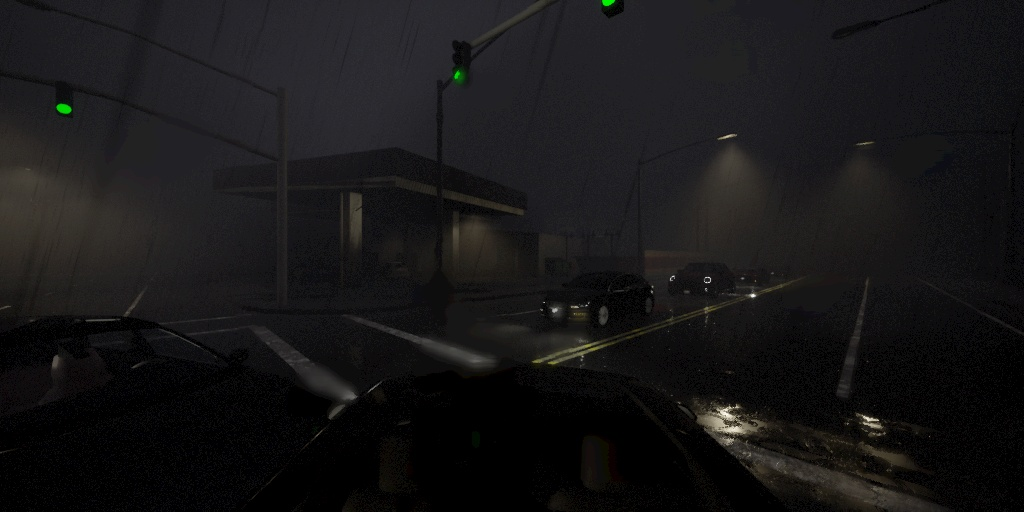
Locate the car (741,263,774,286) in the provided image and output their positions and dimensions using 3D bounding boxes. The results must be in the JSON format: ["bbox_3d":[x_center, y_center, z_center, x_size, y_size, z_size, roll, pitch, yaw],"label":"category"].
[{"bbox_3d":[16.722,1.313,25.265,1.994,1.385,4.181,0,0,44],"label":"car"}]

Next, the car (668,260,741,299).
[{"bbox_3d":[9.775,1.102,18.375,4.553,1.767,2.097,0,0,-45],"label":"car"}]

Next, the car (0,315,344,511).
[{"bbox_3d":[-3.413,1.242,2.551,4.902,1.511,2.128,0,0,15],"label":"car"}]

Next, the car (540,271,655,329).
[{"bbox_3d":[2.916,1.255,11.550,1.837,1.490,4.892,0,0,45],"label":"car"}]

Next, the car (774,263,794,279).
[{"bbox_3d":[23.877,1.313,32.297,4.181,1.385,1.994,0,0,-44],"label":"car"}]
